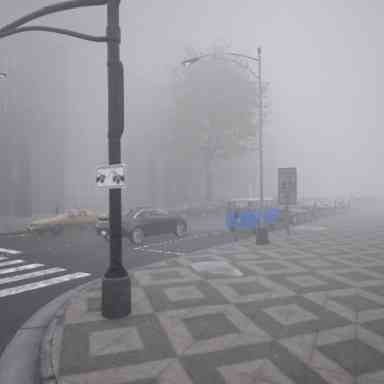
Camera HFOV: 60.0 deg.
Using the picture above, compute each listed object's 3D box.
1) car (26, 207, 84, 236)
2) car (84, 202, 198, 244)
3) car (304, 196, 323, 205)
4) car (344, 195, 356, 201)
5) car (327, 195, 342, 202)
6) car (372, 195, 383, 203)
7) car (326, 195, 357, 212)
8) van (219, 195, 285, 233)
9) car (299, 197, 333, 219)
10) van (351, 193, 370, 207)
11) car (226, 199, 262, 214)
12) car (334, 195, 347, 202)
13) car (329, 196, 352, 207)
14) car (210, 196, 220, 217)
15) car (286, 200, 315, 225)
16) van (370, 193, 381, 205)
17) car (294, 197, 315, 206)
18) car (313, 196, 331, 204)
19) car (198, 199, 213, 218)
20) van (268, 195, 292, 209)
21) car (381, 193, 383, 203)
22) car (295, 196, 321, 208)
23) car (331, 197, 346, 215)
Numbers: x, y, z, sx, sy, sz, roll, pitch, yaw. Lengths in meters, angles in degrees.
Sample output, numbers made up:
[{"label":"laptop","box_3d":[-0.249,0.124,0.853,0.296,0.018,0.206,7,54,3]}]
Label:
[{"label":"car","box_3d":[-6.757,1.564,18.836,1.752,1.417,4.829,-1,0,36]},{"label":"car","box_3d":[-2.142,1.429,15.379,2.128,1.511,4.902,-1,-1,36]},{"label":"car","box_3d":[21.068,1.440,57.460,1.752,1.417,4.829,-1,-1,36]},{"label":"car","box_3d":[39.574,1.401,83.153,2.008,1.369,4.403,-1,-1,36]},{"label":"car","box_3d":[30.028,1.432,69.900,2.008,1.369,4.403,-1,-1,36]},{"label":"car","box_3d":[35.055,1.304,62.294,1.947,1.339,4.313,-1,-1,36]},{"label":"car","box_3d":[16.073,1.363,35.938,2.008,1.369,4.403,-1,0,36]},{"label":"van","box_3d":[3.416,1.212,18.370,1.690,1.788,3.998,-1,0,36]},{"label":"car","box_3d":[9.745,1.385,27.153,1.887,1.381,4.507,-1,0,36]},{"label":"van","box_3d":[22.397,1.127,44.725,1.690,1.788,3.998,-1,0,36]},{"label":"car","box_3d":[5.713,1.529,36.139,2.008,1.369,4.403,-1,0,36]},{"label":"car","box_3d":[33.210,1.415,74.317,1.887,1.381,4.507,-1,-1,36]},{"label":"car","box_3d":[21.839,1.376,48.674,2.033,1.411,5.357,-1,-1,36]},{"label":"car","box_3d":[2.618,1.307,31.848,2.192,1.841,5.009,-1,0,36]},{"label":"car","box_3d":[6.582,1.422,22.760,1.947,1.339,4.313,-1,0,36]},{"label":"van","box_3d":[28.725,1.102,53.510,1.690,1.788,3.998,-1,-1,36]},{"label":"car","box_3d":[18.076,1.492,53.305,1.947,1.339,4.313,-1,0,36]},{"label":"car","box_3d":[24.259,1.453,61.889,2.008,1.369,4.403,-1,-1,36]},{"label":"car","box_3d":[-0.469,1.552,27.555,1.887,1.381,4.507,-1,0,36]},{"label":"van","box_3d":[11.892,1.292,44.723,1.690,1.788,3.998,-1,0,36]},{"label":"car","box_3d":[31.990,1.274,58.039,1.752,1.417,4.829,-1,-1,36]},{"label":"car","box_3d":[15.996,1.386,45.696,2.128,1.511,4.902,-1,-1,36]},{"label":"car","box_3d":[12.910,1.408,31.546,1.802,1.307,4.206,-1,0,36]}]
